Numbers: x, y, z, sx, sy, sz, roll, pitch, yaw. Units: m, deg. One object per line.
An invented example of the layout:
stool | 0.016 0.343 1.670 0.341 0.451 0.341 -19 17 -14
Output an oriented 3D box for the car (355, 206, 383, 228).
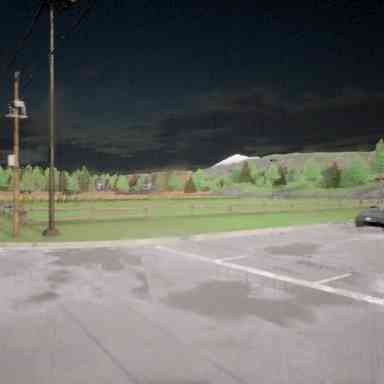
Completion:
car | 12.155 1.568 21.013 4.181 1.385 1.994 0 0 -36
